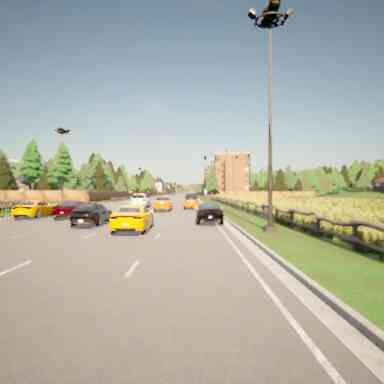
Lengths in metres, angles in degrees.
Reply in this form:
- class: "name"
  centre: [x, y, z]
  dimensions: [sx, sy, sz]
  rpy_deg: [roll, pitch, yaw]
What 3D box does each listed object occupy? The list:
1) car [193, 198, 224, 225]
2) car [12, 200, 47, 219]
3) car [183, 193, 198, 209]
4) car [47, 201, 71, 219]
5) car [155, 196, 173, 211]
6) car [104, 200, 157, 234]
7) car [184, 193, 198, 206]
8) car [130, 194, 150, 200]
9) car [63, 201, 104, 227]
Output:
- class: "car"
  centre: [1.222, 1.490, 24.323]
  dimensions: [1.882, 1.535, 5.008]
  rpy_deg: [0, 0, 0]
- class: "car"
  centre: [-13.930, 1.492, 29.521]
  dimensions: [1.882, 1.535, 5.008]
  rpy_deg: [0, 0, 0]
- class: "car"
  centre: [-0.078, 1.375, 45.416]
  dimensions: [2.097, 1.767, 4.553]
  rpy_deg: [0, 0, 0]
- class: "car"
  centre: [-10.428, 1.492, 29.059]
  dimensions: [1.882, 1.535, 5.008]
  rpy_deg: [0, 0, 0]
- class: "car"
  centre: [-3.484, 1.372, 40.663]
  dimensions: [2.097, 1.767, 4.553]
  rpy_deg: [0, 0, 0]
- class: "car"
  centre: [-3.405, 1.487, 19.367]
  dimensions: [1.882, 1.535, 5.008]
  rpy_deg: [0, 0, 0]
- class: "car"
  centre: [-0.169, 1.250, 56.518]
  dimensions: [2.150, 2.045, 5.566]
  rpy_deg: [0, 0, 0]
- class: "car"
  centre: [-7.008, 1.245, 45.114]
  dimensions: [2.150, 2.045, 5.566]
  rpy_deg: [0, 0, 0]
- class: "car"
  centre: [-6.911, 1.518, 23.076]
  dimensions: [1.837, 1.490, 4.892]
  rpy_deg: [0, 0, 0]
